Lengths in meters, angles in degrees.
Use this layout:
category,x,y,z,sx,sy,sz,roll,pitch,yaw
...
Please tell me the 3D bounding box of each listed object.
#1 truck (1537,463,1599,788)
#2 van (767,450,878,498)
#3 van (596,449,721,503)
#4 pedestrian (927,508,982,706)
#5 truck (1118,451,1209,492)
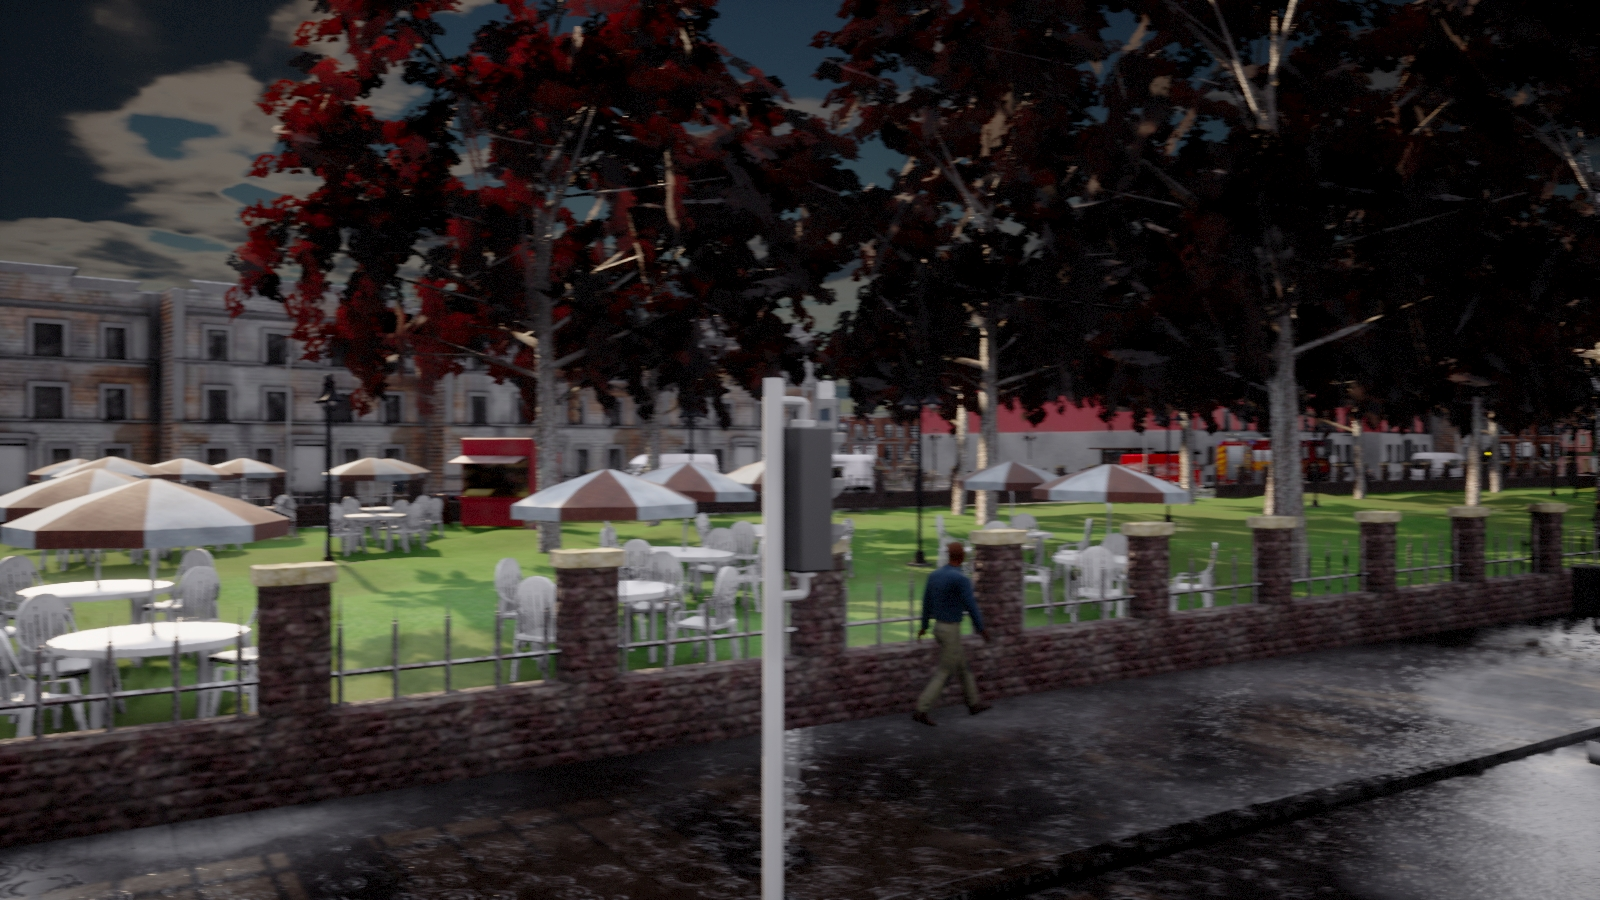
category,x,y,z,sx,sy,sz,roll,pitch,yaw
truck,8.759,1.346,9.350,5.204,2.467,2.627,0,0,-32
van,1.270,1.263,62.687,5.915,2.561,1.988,0,0,-32
van,-7.084,1.261,57.492,5.915,2.561,1.988,0,0,-32
pedestrian,1.509,1.507,11.153,0.375,1.860,0.375,0,0,-32
truck,22.664,1.296,71.241,5.204,2.467,2.627,1,0,-32
